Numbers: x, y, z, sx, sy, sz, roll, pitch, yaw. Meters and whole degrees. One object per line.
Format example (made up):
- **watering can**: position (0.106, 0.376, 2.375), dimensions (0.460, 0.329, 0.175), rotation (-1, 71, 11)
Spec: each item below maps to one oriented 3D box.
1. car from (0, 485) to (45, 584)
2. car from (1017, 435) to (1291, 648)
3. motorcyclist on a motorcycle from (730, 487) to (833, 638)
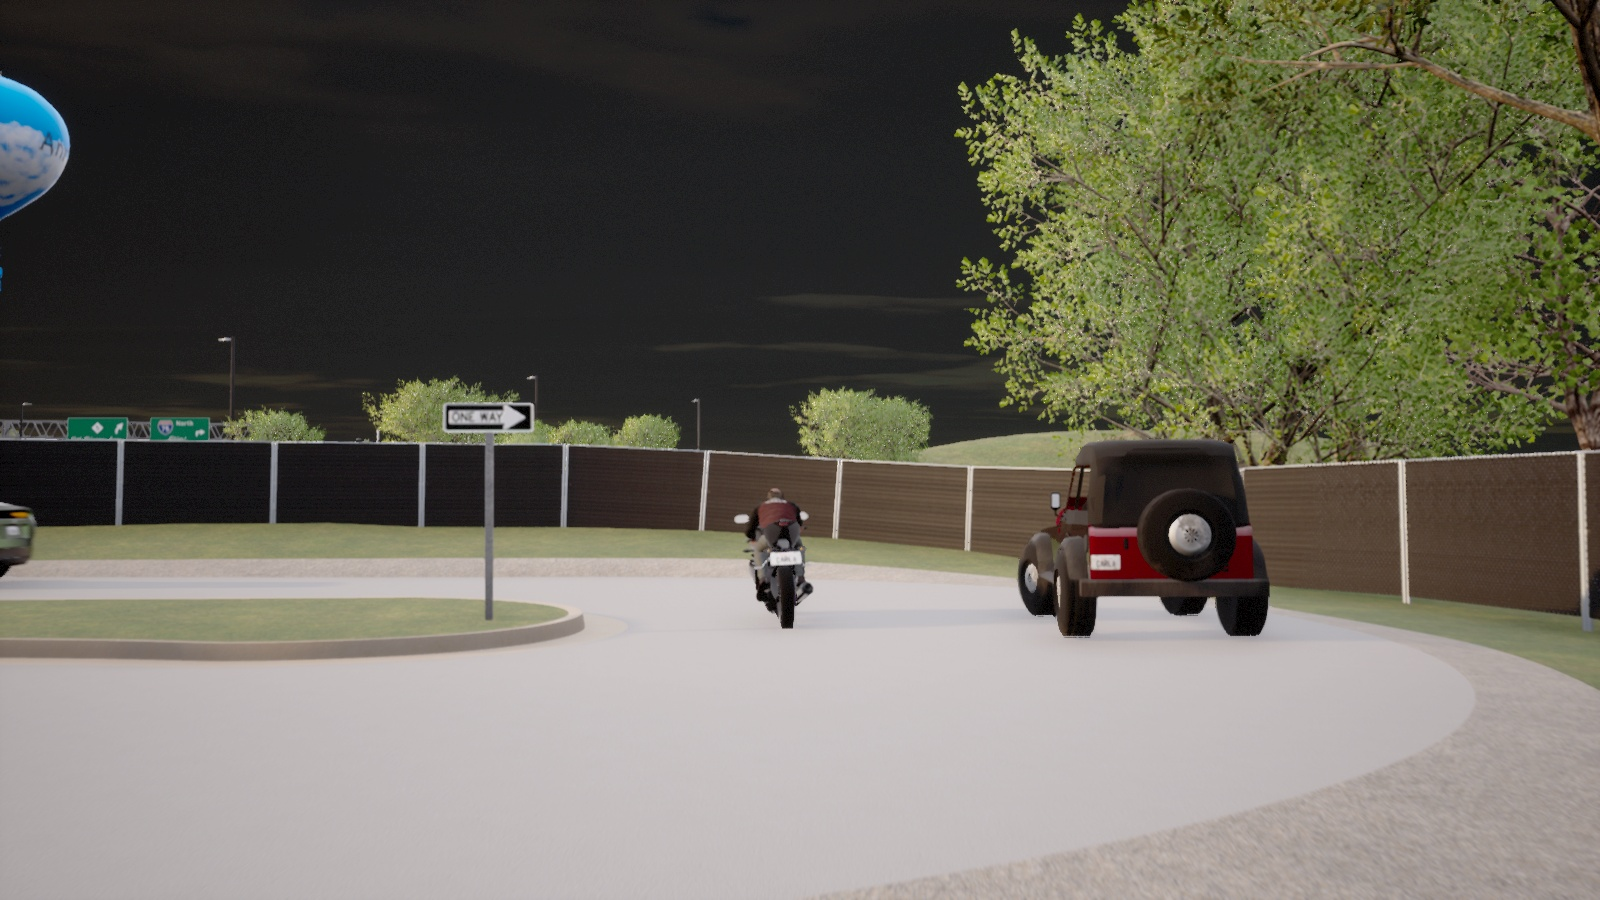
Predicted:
- **car**: position (-14.536, 1.279, 19.343), dimensions (4.514, 1.525, 2.007), rotation (1, -3, -8)
- **car**: position (3.463, 0.899, 13.059), dimensions (1.905, 1.878, 3.866), rotation (0, -3, 3)
- **motorcyclist on a motorcycle**: position (-0.250, 1.221, 14.250), dimensions (0.866, 1.530, 2.191), rotation (-3, -2, -7)
